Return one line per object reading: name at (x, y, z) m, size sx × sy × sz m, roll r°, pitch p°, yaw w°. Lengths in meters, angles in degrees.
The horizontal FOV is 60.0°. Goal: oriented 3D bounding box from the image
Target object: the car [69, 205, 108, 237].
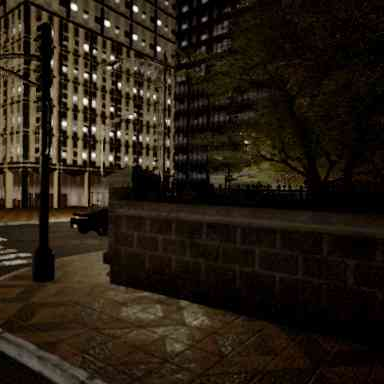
car at (-4.103, 1.424, 17.822) m, size 2.128 × 1.511 × 4.902 m, roll 2°, pitch 1°, yaw 38°
